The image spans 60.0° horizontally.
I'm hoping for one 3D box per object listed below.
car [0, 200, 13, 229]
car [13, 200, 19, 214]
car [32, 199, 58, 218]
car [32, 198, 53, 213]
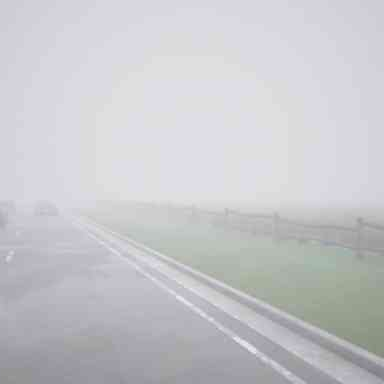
[{"bbox_3d":[-12.948,1.518,21.453,1.882,1.535,5.008,0,0,-26],"label":"car"},{"bbox_3d":[-19.594,1.567,35.180,1.837,1.490,4.892,0,0,-26],"label":"car"},{"bbox_3d":[-13.474,1.611,30.572,1.994,1.385,4.181,0,0,-26],"label":"car"},{"bbox_3d":[-17.861,1.553,39.636,2.128,1.511,4.902,0,0,-26],"label":"car"}]
